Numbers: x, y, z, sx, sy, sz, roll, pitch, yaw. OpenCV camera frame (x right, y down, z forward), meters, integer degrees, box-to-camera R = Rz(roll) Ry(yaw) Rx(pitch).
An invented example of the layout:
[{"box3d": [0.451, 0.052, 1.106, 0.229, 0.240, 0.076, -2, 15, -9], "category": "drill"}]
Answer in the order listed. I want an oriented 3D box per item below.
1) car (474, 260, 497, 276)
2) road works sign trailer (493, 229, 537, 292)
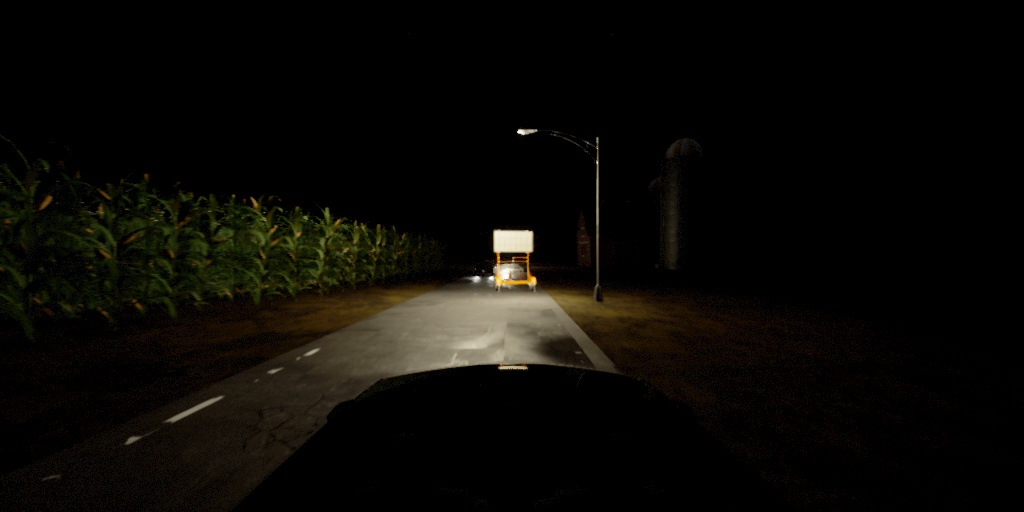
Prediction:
[{"box3d": [-2.845, 1.299, 37.877, 1.837, 1.490, 4.892, 0, -1, 0], "category": "car"}, {"box3d": [0.055, 0.210, 21.279, 2.380, 3.560, 2.880, 0, 0, -10], "category": "road works sign trailer"}]
